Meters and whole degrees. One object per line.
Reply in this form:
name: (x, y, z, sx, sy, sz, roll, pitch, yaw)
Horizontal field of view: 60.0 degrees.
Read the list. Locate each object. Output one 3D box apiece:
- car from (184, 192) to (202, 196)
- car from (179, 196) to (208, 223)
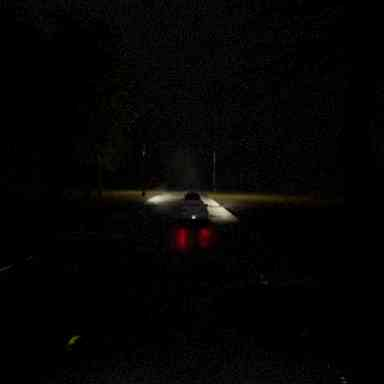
car: (0.103, 0.772, 40.757, 1.837, 1.490, 4.892, 0, 2, 0)
car: (0.101, 1.222, 22.111, 1.812, 1.442, 4.674, 0, 1, 0)
